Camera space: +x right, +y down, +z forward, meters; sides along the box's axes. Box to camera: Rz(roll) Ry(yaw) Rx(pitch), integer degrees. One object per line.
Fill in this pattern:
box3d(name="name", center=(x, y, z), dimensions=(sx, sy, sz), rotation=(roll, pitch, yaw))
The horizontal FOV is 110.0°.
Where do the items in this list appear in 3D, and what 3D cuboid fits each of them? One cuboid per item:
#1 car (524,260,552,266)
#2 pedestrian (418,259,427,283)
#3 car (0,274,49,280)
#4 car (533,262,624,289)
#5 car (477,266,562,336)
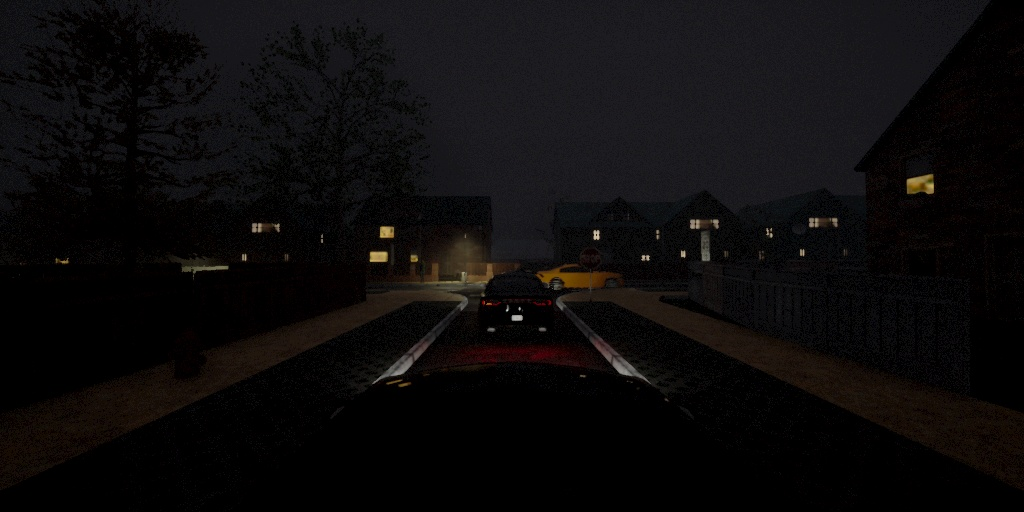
box3d(name="car", center=(1.216, 1.183, 23.896), dimensions=(4.553, 1.767, 2.097), rotation=(-1, -1, 1))
box3d(name="pedestrian", center=(-6.731, 1.118, 26.913), dimensions=(0.375, 1.860, 0.375), rotation=(0, -1, 1))
box3d(name="car", center=(-29.534, 1.567, 21.329), dimensions=(4.902, 1.511, 2.128), rotation=(-1, -1, 1))
box3d(name="car", center=(3.929, 1.216, 20.906), dimensions=(5.008, 1.535, 1.882), rotation=(-1, -1, 1))
box3d(name="car", center=(0.065, 1.231, 10.490), dimensions=(1.882, 1.535, 5.008), rotation=(0, 0, -1))
